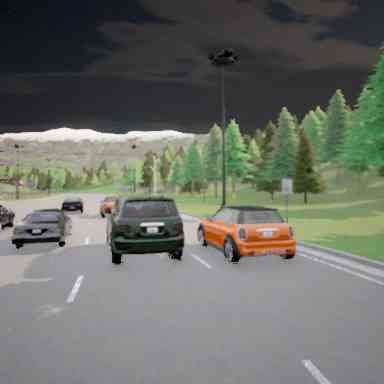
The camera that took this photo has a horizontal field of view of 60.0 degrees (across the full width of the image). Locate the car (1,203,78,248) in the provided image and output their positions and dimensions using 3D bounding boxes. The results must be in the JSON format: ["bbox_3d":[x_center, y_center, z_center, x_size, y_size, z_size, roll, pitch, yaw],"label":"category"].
[{"bbox_3d":[-6.302,1.447,14.442,2.033,1.411,5.357,-1,1,-16],"label":"car"}]

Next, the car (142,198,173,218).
[{"bbox_3d":[-3.044,1.271,28.354,1.812,1.442,4.674,-1,1,-16],"label":"car"}]

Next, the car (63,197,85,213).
[{"bbox_3d":[-11.551,1.237,32.489,1.882,1.535,5.008,-1,1,-16],"label":"car"}]

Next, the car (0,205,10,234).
[{"bbox_3d":[-10.976,1.373,17.937,1.882,1.535,5.008,-1,1,-16],"label":"car"}]

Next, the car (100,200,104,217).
[{"bbox_3d":[-6.824,1.118,28.800,2.097,1.767,4.553,-1,1,-16],"label":"car"}]

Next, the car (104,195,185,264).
[{"bbox_3d":[-1.821,1.119,11.754,2.150,2.045,5.566,0,1,-16],"label":"car"}]

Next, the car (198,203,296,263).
[{"bbox_3d":[1.700,1.228,11.785,2.097,1.767,4.553,-1,1,-14],"label":"car"}]
